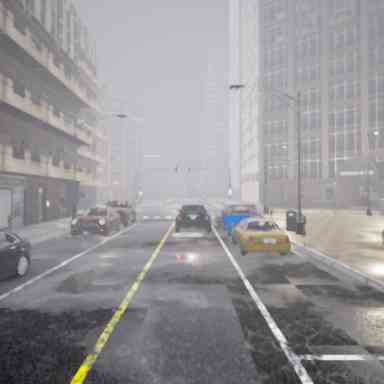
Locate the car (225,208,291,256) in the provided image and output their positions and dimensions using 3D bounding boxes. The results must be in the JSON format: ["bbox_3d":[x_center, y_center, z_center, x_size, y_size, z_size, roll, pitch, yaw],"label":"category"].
[{"bbox_3d":[2.576,1.591,13.314,1.752,1.417,4.829,0,0,0],"label":"car"}]

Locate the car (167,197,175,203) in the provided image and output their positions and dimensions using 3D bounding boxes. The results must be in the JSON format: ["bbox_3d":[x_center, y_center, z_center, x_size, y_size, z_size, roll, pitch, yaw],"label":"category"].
[{"bbox_3d":[-5.273,1.977,84.318,1.967,1.590,4.097,0,0,0],"label":"car"}]

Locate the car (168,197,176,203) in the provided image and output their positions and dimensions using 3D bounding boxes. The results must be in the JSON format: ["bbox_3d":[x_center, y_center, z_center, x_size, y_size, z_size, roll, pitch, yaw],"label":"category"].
[{"bbox_3d":[-5.271,2.149,89.869,1.947,1.339,4.313,0,0,0],"label":"car"}]

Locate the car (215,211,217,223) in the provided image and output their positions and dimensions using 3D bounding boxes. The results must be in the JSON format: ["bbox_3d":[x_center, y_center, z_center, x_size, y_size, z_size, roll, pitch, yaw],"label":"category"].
[{"bbox_3d":[2.580,1.651,24.385,1.752,1.417,4.829,0,0,0],"label":"car"}]

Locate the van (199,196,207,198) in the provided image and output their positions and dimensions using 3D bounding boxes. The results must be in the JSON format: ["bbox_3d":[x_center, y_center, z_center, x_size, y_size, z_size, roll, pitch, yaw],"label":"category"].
[{"bbox_3d":[2.603,1.790,73.209,1.690,1.788,3.998,0,0,0],"label":"van"}]

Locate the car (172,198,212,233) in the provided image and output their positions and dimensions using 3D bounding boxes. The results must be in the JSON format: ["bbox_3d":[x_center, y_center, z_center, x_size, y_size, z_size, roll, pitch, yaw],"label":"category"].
[{"bbox_3d":[0.073,1.456,20.633,2.097,1.767,4.553,0,0,0],"label":"car"}]

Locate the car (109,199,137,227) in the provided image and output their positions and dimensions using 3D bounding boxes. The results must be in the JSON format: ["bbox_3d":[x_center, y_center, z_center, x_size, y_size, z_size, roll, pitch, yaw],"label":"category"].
[{"bbox_3d":[-5.298,1.440,24.213,2.192,1.841,5.009,0,0,0],"label":"car"}]

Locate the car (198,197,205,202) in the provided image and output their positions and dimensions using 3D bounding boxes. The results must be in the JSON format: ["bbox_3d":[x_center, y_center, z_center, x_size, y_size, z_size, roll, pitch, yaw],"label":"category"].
[{"bbox_3d":[2.612,2.174,95.417,1.887,1.381,4.507,0,0,0],"label":"car"}]

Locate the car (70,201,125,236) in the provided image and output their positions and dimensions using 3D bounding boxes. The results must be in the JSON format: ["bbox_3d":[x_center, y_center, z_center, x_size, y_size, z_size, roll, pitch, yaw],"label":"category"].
[{"bbox_3d":[-5.301,1.534,18.676,1.967,1.590,4.097,0,0,0],"label":"car"}]

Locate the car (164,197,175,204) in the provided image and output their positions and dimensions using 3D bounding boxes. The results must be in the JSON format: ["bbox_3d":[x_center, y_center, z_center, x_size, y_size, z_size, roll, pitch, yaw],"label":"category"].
[{"bbox_3d":[-5.278,1.973,73.042,1.752,1.417,4.829,0,0,0],"label":"car"}]

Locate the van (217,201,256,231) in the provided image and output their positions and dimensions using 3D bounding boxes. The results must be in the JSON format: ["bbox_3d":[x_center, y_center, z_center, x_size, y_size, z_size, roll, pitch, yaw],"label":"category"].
[{"bbox_3d":[2.579,1.435,18.679,1.690,1.788,3.998,0,0,0],"label":"van"}]

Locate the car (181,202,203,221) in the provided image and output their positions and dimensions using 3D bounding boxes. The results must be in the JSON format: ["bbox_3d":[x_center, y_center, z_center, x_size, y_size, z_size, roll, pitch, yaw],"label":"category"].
[{"bbox_3d":[0.013,1.684,29.948,1.812,1.442,4.674,0,0,0],"label":"car"}]

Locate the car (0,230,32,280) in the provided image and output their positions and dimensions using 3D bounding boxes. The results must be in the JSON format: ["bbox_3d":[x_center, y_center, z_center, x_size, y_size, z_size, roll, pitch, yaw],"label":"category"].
[{"bbox_3d":[-5.307,1.587,7.605,2.008,1.369,4.403,0,0,0],"label":"car"}]
